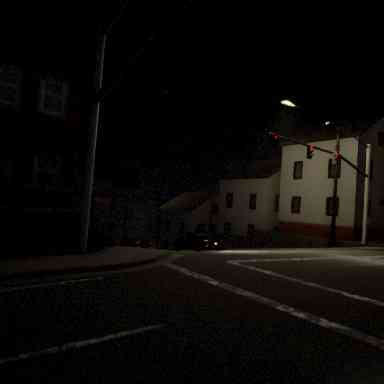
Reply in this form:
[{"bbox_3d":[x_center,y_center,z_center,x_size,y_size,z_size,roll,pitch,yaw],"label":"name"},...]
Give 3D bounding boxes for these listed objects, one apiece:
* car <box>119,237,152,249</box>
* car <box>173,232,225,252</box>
[{"bbox_3d":[-5.641,5.104,32.001,1.882,1.535,5.008,6,-16,-35],"label":"car"},{"bbox_3d":[0.424,3.526,23.647,1.994,1.385,4.181,6,-12,-35],"label":"car"}]
